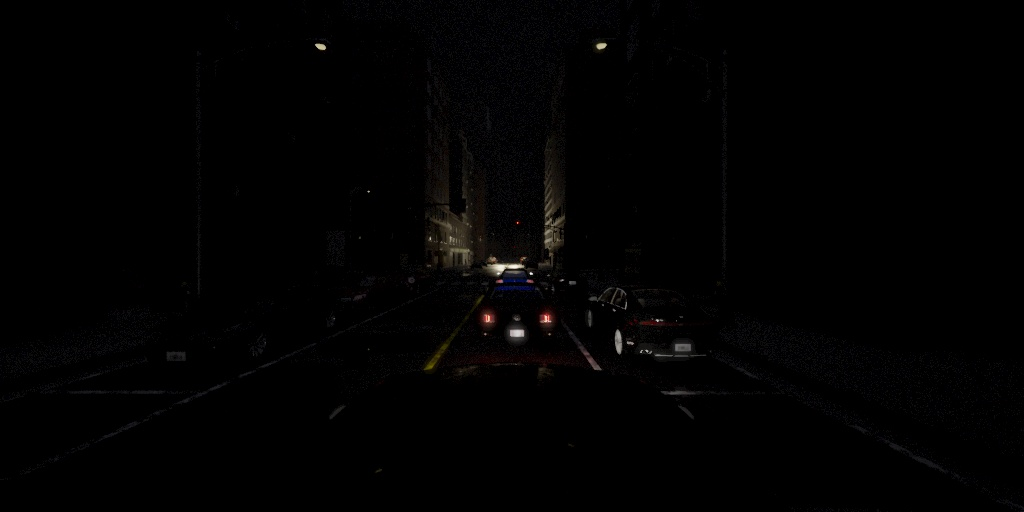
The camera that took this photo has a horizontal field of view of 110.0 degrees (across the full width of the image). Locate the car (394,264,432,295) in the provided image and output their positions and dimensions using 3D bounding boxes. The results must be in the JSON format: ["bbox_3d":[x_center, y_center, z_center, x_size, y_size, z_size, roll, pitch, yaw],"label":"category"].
[{"bbox_3d":[-5.616,1.191,19.220,1.967,1.591,4.097,0,0,0],"label":"car"}]

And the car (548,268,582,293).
[{"bbox_3d":[2.909,1.317,19.194,1.948,1.339,4.313,0,0,0],"label":"car"}]

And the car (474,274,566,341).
[{"bbox_3d":[0.120,1.351,9.816,1.895,1.301,4.718,0,0,0],"label":"car"}]

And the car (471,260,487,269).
[{"bbox_3d":[-5.468,1.368,56.322,1.802,1.307,4.207,0,0,0],"label":"car"}]

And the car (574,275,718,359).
[{"bbox_3d":[2.876,1.300,8.192,2.007,1.370,4.403,0,0,0],"label":"car"}]

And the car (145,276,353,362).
[{"bbox_3d":[-5.649,1.316,8.218,1.948,1.339,4.313,0,0,0],"label":"car"}]

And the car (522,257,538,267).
[{"bbox_3d":[3.057,1.226,56.283,1.967,1.591,4.097,0,0,0],"label":"car"}]

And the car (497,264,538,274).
[{"bbox_3d":[0.148,1.315,18.576,1.994,1.385,4.181,0,0,1],"label":"car"}]

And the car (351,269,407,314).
[{"bbox_3d":[-5.633,1.332,13.719,1.802,1.307,4.207,0,0,0],"label":"car"}]
